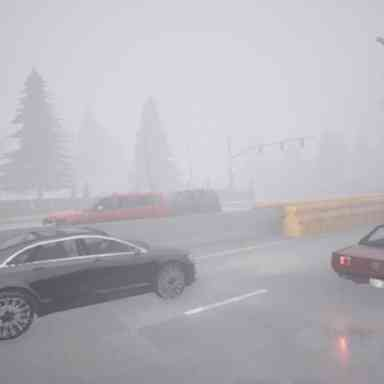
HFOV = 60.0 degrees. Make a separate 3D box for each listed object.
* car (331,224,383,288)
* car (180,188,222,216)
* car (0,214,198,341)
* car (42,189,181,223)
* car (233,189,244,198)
[{"bbox_3d":[5.284,1.336,7.505,4.718,1.301,1.895,-3,2,-35],"label":"car"},{"bbox_3d":[-0.676,0.848,20.677,5.566,2.045,2.150,-3,2,-35],"label":"car"},{"bbox_3d":[-2.146,1.451,6.514,4.902,1.511,2.128,-2,1,-35],"label":"car"},{"bbox_3d":[-3.532,1.078,14.363,5.566,2.045,2.150,-3,1,-35],"label":"car"},{"bbox_3d":[6.445,0.270,51.401,1.994,1.385,4.181,-3,2,-35],"label":"car"}]
